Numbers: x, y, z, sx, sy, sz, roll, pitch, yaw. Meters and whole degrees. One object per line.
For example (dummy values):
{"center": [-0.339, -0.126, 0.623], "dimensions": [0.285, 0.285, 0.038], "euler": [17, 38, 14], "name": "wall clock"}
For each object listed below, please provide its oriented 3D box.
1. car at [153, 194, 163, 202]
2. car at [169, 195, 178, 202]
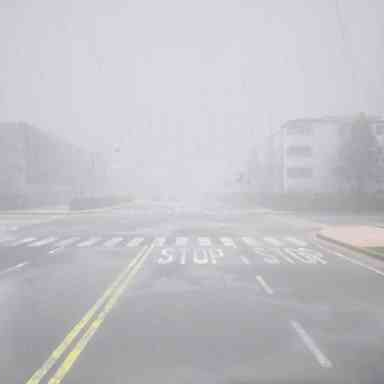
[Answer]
{"center": [-7.672, 1.340, 74.753], "dimensions": [2.097, 1.767, 4.553], "euler": [0, 0, -5], "name": "car"}
{"center": [-4.222, 1.499, 75.337], "dimensions": [1.812, 1.442, 4.674], "euler": [0, 0, -5], "name": "car"}
